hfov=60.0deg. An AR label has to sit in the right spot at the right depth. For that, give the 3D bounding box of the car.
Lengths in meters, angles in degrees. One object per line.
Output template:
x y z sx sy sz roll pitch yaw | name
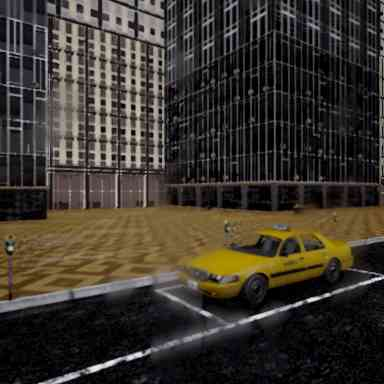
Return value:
1.977 1.502 7.969 4.829 1.417 1.752 0 0 -35 | car
